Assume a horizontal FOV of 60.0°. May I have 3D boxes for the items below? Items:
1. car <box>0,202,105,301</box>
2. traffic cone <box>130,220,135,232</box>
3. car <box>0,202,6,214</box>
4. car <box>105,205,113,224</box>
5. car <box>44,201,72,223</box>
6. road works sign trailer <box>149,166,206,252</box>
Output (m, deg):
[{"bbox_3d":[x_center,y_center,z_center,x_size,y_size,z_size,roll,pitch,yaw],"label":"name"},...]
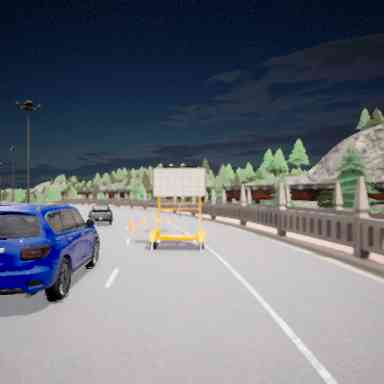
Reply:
[{"bbox_3d":[-3.949,1.335,8.664,2.150,2.045,5.566,0,-1,-5],"label":"car"},{"bbox_3d":[-3.764,2.212,21.073,0.340,0.580,0.340,0,-1,-11],"label":"traffic cone"},{"bbox_3d":[-27.053,2.186,46.001,2.128,1.511,4.902,0,-1,-30],"label":"car"},{"bbox_3d":[-7.589,1.841,27.551,2.128,1.511,4.902,0,-1,-16],"label":"car"},{"bbox_3d":[-12.095,1.758,30.276,2.097,1.767,4.553,0,-1,-18],"label":"car"},{"bbox_3d":[-0.535,0.636,14.845,2.380,3.560,2.880,0,-1,4],"label":"road works sign trailer"}]
